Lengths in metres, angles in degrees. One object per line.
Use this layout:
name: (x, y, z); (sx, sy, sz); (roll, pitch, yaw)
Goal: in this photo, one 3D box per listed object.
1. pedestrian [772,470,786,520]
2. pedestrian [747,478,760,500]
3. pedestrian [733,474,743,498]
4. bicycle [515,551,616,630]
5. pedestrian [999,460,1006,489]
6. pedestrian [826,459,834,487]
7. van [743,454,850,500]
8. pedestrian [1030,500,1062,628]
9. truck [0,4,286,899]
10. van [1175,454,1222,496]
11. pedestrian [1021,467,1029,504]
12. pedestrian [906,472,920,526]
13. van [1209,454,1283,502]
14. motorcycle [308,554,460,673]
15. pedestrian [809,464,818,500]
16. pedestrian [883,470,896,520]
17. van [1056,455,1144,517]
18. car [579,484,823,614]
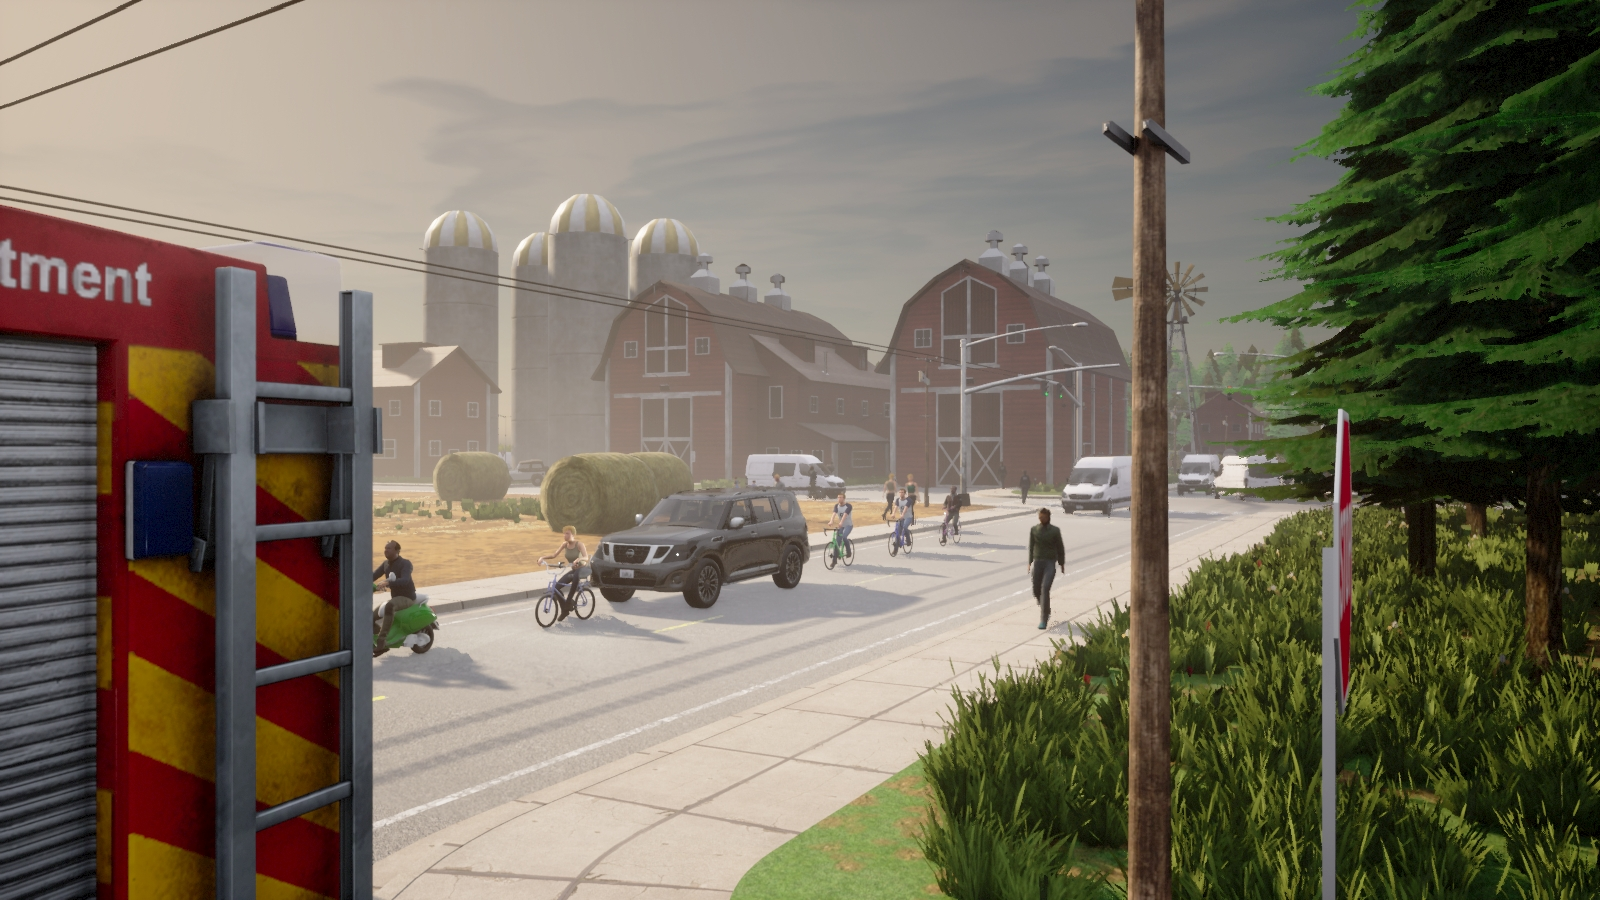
pedestrian: (-0.796, 1.677, 42.807); (0.375, 1.860, 0.375); (0, 0, -44)
pedestrian: (-2.457, 2.049, 60.143); (0.500, 1.100, 0.500); (0, 0, 26)
pedestrian: (-3.363, 1.951, 61.700); (0.375, 1.300, 0.375); (0, 0, 34)
bicycle: (-3.808, 2.256, 18.627); (0.859, 1.080, 1.487); (0, 0, 28)
pedestrian: (12.935, 1.551, 72.929); (0.375, 1.860, 0.375); (0, 0, 2)
pedestrian: (1.988, 1.551, 76.356); (0.375, 1.860, 0.375); (0, 0, 42)
van: (-0.220, 1.504, 65.696); (5.915, 2.561, 1.988); (0, 0, 27)
pedestrian: (3.681, 1.696, 17.109); (0.375, 1.860, 0.375); (0, 0, 28)
truck: (-6.053, 0.867, 3.684); (8.468, 3.827, 2.891); (0, 0, 21)
van: (25.715, 1.534, 73.539); (1.988, 2.561, 5.915); (0, 0, 28)
pedestrian: (11.500, 1.824, 58.509); (0.375, 1.860, 0.375); (0, 0, 15)
pedestrian: (3.934, 1.695, 39.840); (0.375, 1.860, 0.375); (0, 0, 29)
van: (25.293, 1.528, 65.036); (1.988, 2.561, 5.915); (-2, 0, 1)
motorcycle: (-5.549, 2.142, 15.359); (0.856, 1.316, 1.805); (0, 0, 28)
pedestrian: (0.715, 1.670, 59.573); (0.375, 1.860, 0.375); (0, 0, 16)
pedestrian: (3.386, 1.685, 43.179); (0.375, 1.860, 0.375); (0, 0, 33)
van: (13.456, 1.531, 50.907); (1.988, 2.561, 5.915); (0, 0, 33)
car: (-1.733, 1.779, 22.472); (2.150, 2.045, 5.566); (0, 0, 27)
